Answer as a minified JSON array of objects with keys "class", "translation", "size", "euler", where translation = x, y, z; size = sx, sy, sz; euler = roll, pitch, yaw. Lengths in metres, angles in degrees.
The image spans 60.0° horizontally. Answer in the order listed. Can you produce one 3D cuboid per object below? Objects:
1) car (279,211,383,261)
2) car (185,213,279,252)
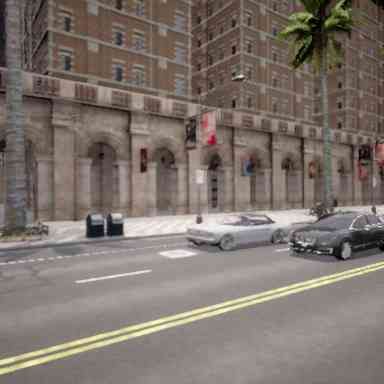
[{"class":"car","translation":[5.655,1.486,12.324],"size":[4.892,1.490,1.837],"euler":[0,0,-35]},{"class":"car","translation":[2.035,1.586,14.040],"size":[4.718,1.301,1.895],"euler":[0,0,-35]}]
